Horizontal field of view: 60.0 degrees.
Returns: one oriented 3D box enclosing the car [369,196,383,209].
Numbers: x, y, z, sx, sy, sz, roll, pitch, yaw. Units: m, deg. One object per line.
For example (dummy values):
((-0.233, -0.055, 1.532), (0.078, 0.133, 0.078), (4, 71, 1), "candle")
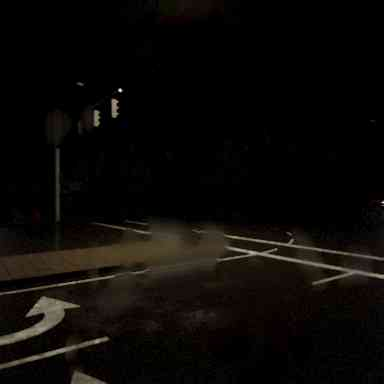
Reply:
((26.133, 1.374, 45.491), (4.553, 1.767, 2.097), (0, 0, -36), "car")
